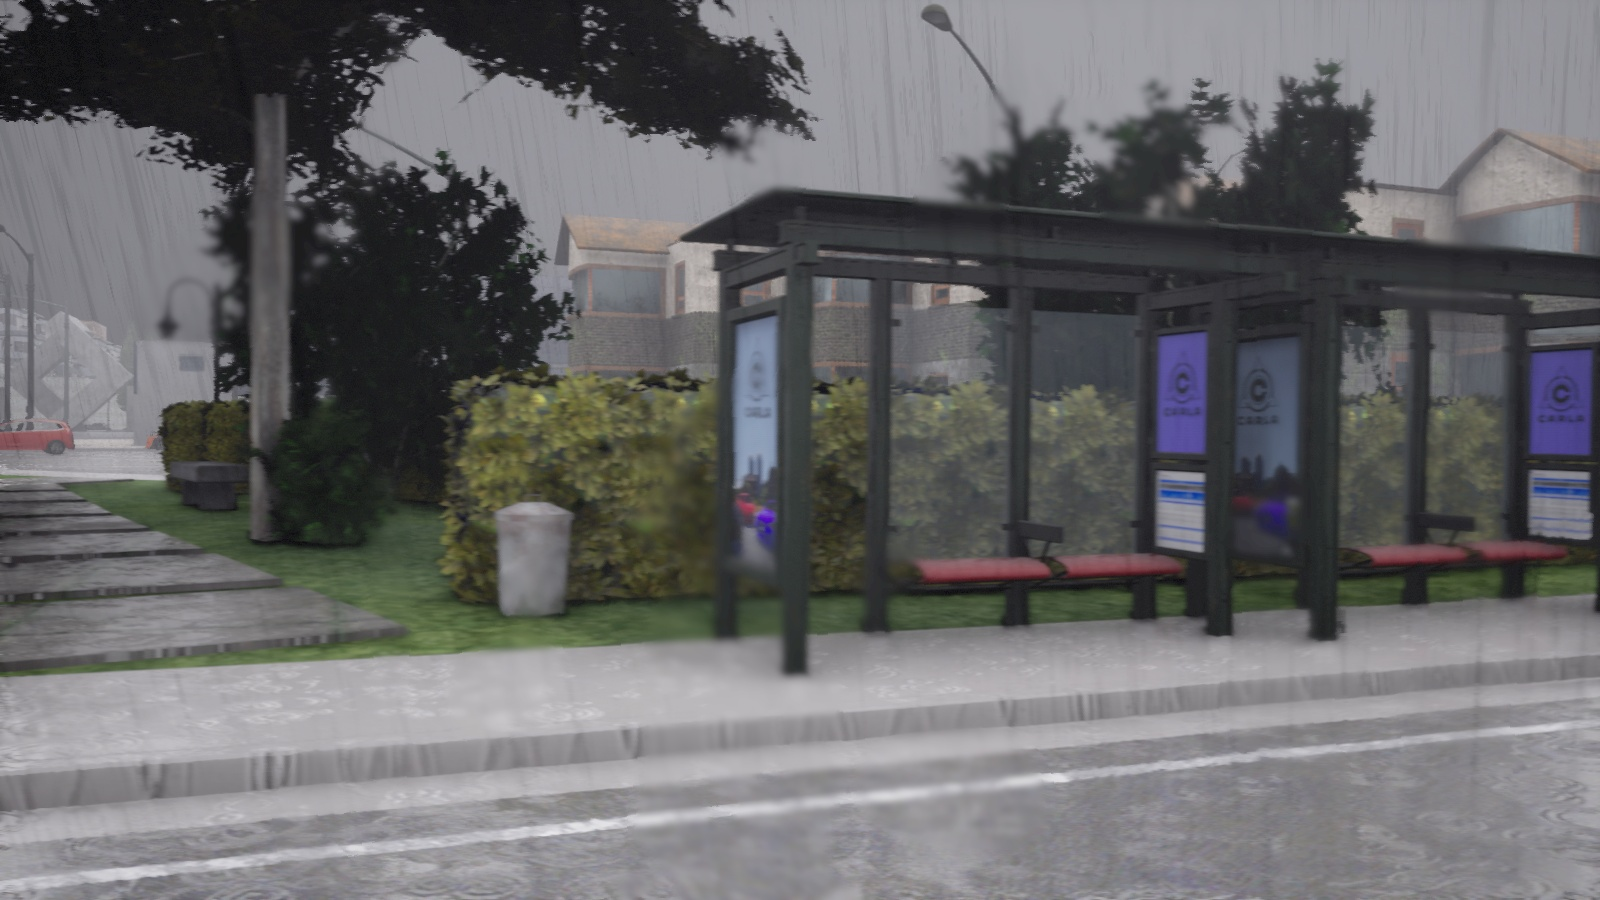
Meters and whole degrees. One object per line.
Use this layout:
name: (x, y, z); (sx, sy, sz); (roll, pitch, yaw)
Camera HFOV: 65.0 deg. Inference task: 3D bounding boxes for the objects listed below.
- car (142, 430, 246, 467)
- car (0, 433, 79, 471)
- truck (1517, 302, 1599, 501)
car: (-30.788, -0.085, 63.960); (4.553, 1.767, 2.097); (-1, 1, -21)
car: (-35.829, 0.093, 57.406); (4.611, 1.667, 2.242); (-2, 1, -39)
truck: (18.845, -0.967, 24.229); (8.468, 3.827, 2.891); (0, 1, 25)
